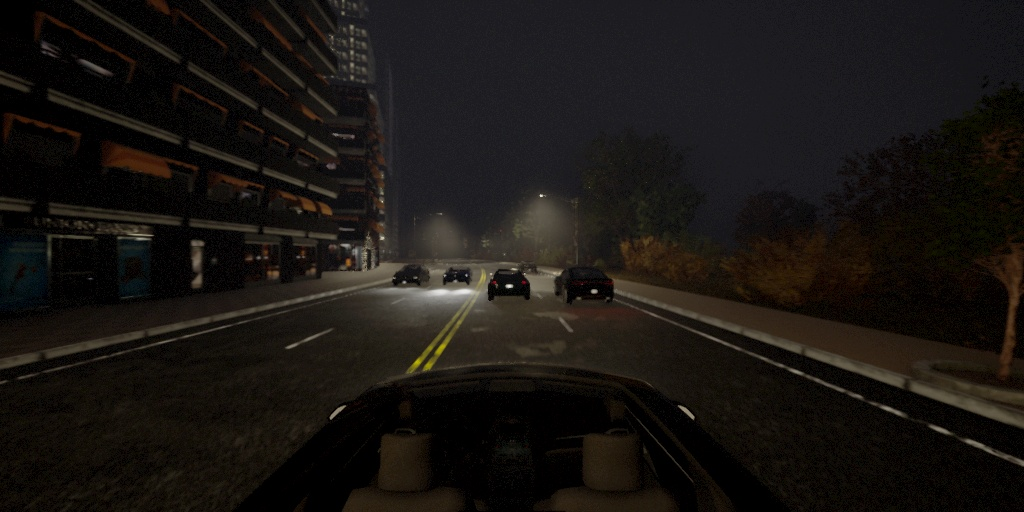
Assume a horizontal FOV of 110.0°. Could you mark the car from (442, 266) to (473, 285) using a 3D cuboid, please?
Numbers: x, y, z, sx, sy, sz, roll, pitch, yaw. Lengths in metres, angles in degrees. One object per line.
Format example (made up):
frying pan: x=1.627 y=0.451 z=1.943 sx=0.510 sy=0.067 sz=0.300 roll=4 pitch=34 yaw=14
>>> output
car: x=-3.854 y=1.371 z=26.028 sx=1.895 sy=1.301 sz=4.718 roll=0 pitch=0 yaw=-3

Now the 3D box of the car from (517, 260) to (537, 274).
car: x=1.748 y=1.234 z=41.153 sx=1.837 sy=1.490 sz=4.892 roll=0 pitch=0 yaw=-4

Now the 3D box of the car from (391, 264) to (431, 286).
car: x=-7.101 y=1.316 z=25.891 sx=2.033 sy=1.411 sz=5.357 roll=0 pitch=0 yaw=-3

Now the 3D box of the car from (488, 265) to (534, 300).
car: x=-0.187 y=1.313 z=17.910 sx=1.994 sy=1.385 sz=4.181 roll=0 pitch=0 yaw=-2

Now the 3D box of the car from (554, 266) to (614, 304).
car: x=3.112 y=1.217 z=16.352 sx=1.882 sy=1.535 sz=5.008 roll=0 pitch=0 yaw=-2
